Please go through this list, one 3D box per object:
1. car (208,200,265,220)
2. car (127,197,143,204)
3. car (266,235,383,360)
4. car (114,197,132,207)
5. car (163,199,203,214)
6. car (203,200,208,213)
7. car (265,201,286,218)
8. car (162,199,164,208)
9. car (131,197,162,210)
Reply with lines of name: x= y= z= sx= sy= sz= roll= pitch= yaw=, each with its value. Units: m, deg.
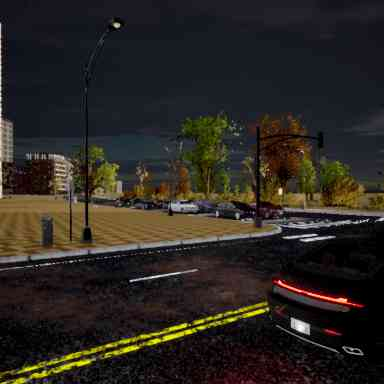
car: x=3.754 y=1.564 z=29.192 sx=1.837 sy=1.490 sz=4.892 roll=0 pitch=0 yaw=-32
car: x=-11.897 y=1.680 z=68.779 sx=1.994 sy=1.385 sz=4.181 roll=0 pitch=0 yaw=-29
car: x=3.415 y=1.504 z=5.708 sx=4.892 sy=1.490 sz=1.837 roll=0 pitch=0 yaw=-34
car: x=-11.284 y=1.626 z=54.175 sx=1.837 sy=1.490 sz=4.892 roll=0 pitch=0 yaw=-29
car: x=-1.049 y=1.607 z=36.979 sx=1.812 sy=1.442 sz=4.674 roll=0 pitch=0 yaw=-31
car: x=1.468 y=1.618 z=39.087 sx=2.033 sy=1.411 sz=5.357 roll=0 pitch=0 yaw=-32
car: x=6.555 y=1.573 z=30.826 sx=1.812 sy=1.442 sz=4.674 roll=0 pitch=0 yaw=-30
car: x=-3.691 y=1.656 z=47.627 sx=1.994 sy=1.385 sz=4.181 roll=0 pitch=0 yaw=-30
car: x=-6.234 y=1.667 z=45.509 sx=1.994 sy=1.385 sz=4.181 roll=0 pitch=0 yaw=-31
